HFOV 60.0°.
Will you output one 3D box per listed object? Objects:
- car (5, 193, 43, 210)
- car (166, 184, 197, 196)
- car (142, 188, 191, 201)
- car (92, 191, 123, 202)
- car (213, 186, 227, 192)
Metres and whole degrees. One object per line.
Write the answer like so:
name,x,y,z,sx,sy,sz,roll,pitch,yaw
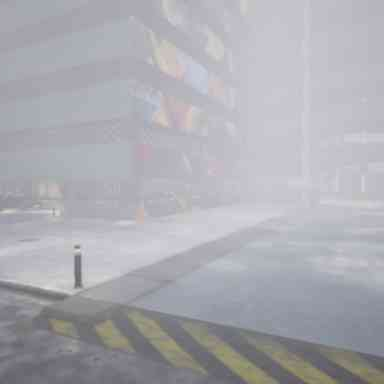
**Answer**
car,-15.432,0.803,29.655,4.786,1.482,2.161,0,2,27
car,-1.884,-0.371,56.513,5.566,2.045,2.435,0,2,27
car,-2.713,0.647,27.661,4.674,1.452,2.002,0,2,27
car,-9.697,0.551,39.745,4.718,1.301,1.895,0,2,27
car,7.539,-0.860,90.948,4.892,1.521,2.231,0,2,27
